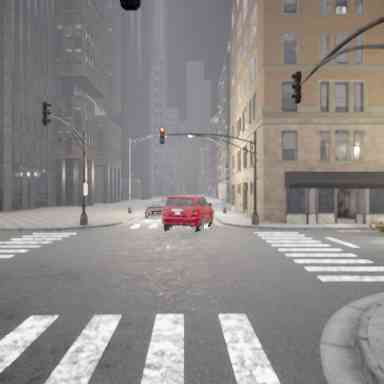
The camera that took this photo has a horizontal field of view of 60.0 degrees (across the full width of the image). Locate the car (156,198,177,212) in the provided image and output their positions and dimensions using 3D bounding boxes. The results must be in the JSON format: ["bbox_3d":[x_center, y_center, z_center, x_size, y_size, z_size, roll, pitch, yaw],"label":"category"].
[{"bbox_3d":[-2.972,1.509,39.445,2.128,1.511,4.902,0,0,0],"label":"car"}]

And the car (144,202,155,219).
[{"bbox_3d":[-3.007,1.576,29.591,1.994,1.385,4.181,0,0,0],"label":"car"}]

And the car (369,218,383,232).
[{"bbox_3d":[12.168,1.521,17.910,4.829,1.417,1.752,0,0,-1],"label":"car"}]

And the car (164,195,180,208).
[{"bbox_3d":[-2.936,1.373,49.344,2.097,1.767,4.553,0,0,0],"label":"car"}]

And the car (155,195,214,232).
[{"bbox_3d":[-0.127,1.229,20.321,2.150,2.045,5.566,1,0,14],"label":"car"}]
